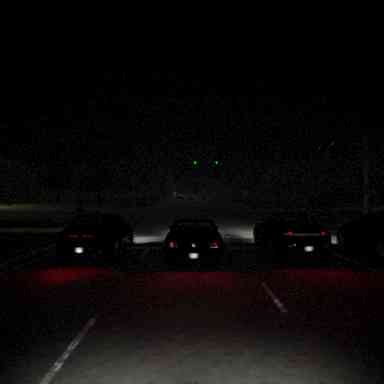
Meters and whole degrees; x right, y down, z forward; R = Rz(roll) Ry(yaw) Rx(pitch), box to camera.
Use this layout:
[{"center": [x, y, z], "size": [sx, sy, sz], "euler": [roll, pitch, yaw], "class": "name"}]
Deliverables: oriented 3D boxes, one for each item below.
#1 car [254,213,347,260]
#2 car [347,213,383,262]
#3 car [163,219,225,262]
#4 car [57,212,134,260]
[{"center": [3.571, 1.518, 12.538], "size": [2.128, 1.511, 4.902], "euler": [0, 0, 0], "class": "car"}, {"center": [7.070, 1.530, 12.189], "size": [1.837, 1.490, 4.892], "euler": [0, 0, 0], "class": "car"}, {"center": [0.070, 1.627, 12.205], "size": [1.895, 1.301, 4.718], "euler": [0, 0, 0], "class": "car"}, {"center": [-3.429, 1.531, 12.555], "size": [1.837, 1.490, 4.892], "euler": [0, 0, 0], "class": "car"}]
